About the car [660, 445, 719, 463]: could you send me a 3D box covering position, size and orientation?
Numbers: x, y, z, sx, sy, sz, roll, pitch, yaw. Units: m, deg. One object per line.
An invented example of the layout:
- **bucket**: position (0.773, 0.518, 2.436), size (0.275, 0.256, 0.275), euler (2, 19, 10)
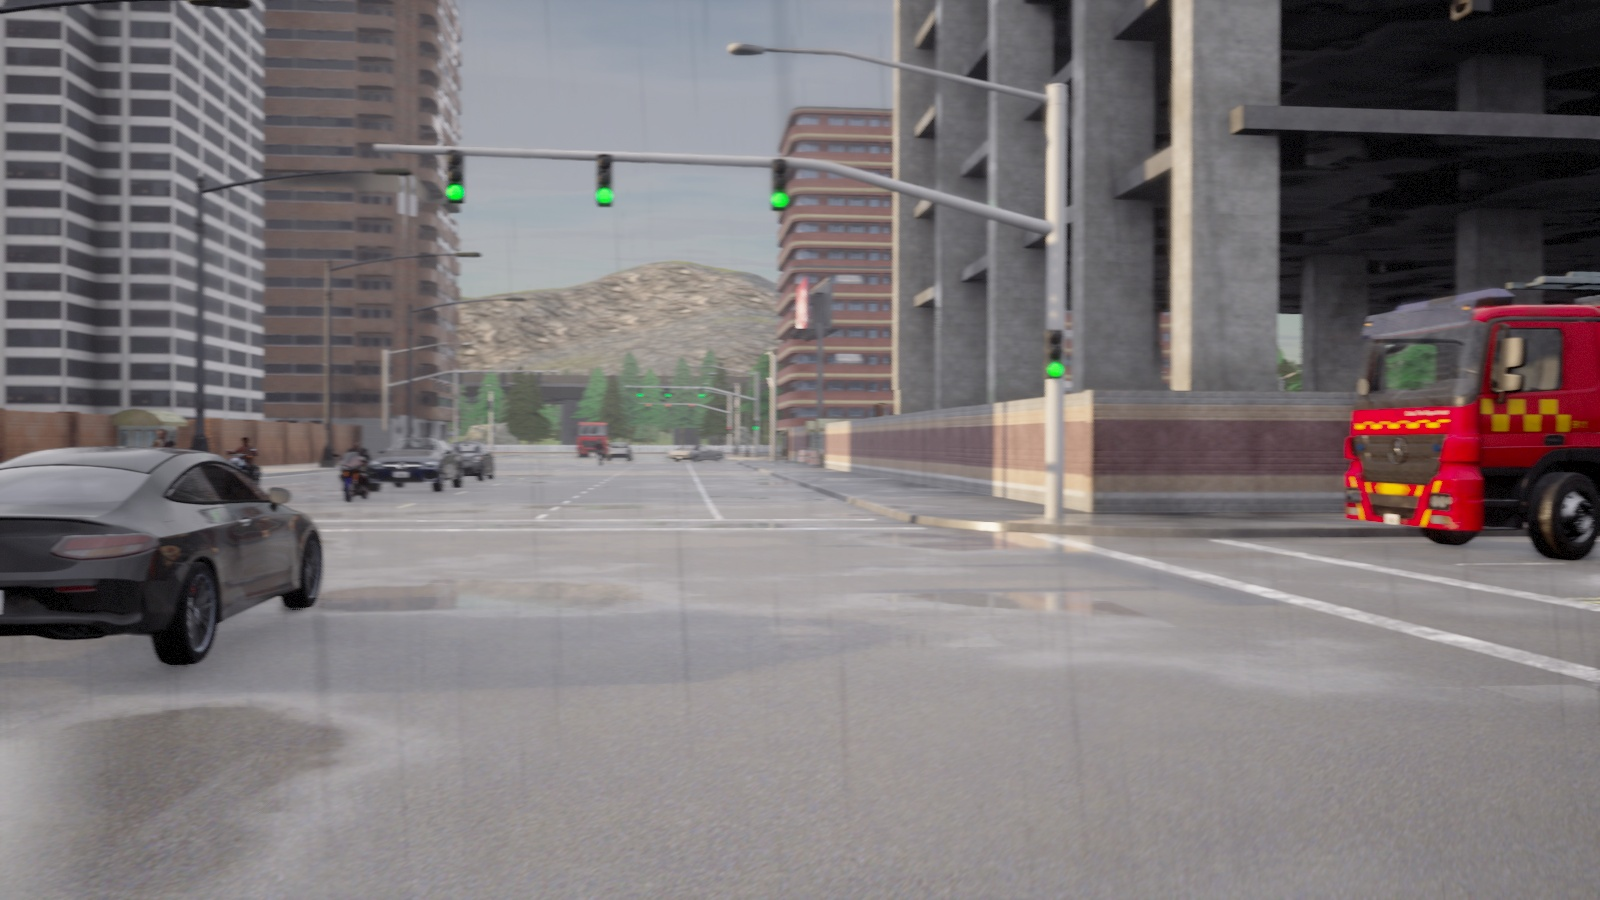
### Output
- **car**: position (-8.252, 0.258, 93.998), size (1.895, 1.301, 4.718), euler (0, 0, 32)

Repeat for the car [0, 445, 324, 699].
- **car**: position (-5.108, 0.690, 9.471), size (1.812, 1.442, 4.674), euler (0, 0, -7)

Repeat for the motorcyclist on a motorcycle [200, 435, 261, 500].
- **motorcyclist on a motorcycle**: position (-15.013, 0.426, 33.148), size (0.766, 1.649, 2.350), euler (0, 1, -6)

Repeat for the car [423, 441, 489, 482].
- **car**: position (-13.023, 0.414, 47.720), size (1.845, 1.501, 3.633), euler (0, 0, -6)

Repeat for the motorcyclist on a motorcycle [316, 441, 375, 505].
- **motorcyclist on a motorcycle**: position (-11.296, 0.541, 31.280), size (0.866, 1.530, 2.191), euler (0, 0, -6)

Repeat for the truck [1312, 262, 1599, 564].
- **truck**: position (12.046, -0.459, 17.843), size (8.468, 3.827, 2.891), euler (0, 0, -7)

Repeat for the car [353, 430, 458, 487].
- **car**: position (-12.090, 0.236, 38.837), size (2.152, 1.651, 5.027), euler (0, 0, -6)
